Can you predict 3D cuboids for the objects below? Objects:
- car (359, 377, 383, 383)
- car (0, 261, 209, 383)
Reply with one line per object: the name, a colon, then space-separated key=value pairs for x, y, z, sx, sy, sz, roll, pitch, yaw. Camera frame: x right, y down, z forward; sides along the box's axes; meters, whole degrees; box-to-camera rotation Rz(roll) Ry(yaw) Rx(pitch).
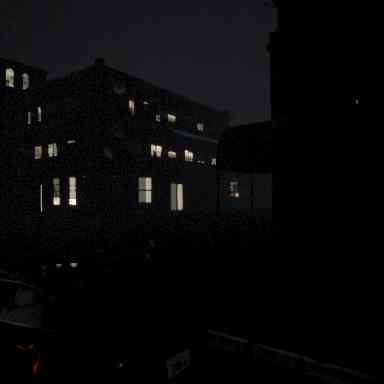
car: x=2.706 y=1.544 z=0.960 sx=4.507 sy=1.381 sz=1.887 roll=0 pitch=-1 yaw=35
car: x=-1.811 y=1.567 z=4.178 sx=4.313 sy=1.339 sz=1.947 roll=0 pitch=-1 yaw=35
